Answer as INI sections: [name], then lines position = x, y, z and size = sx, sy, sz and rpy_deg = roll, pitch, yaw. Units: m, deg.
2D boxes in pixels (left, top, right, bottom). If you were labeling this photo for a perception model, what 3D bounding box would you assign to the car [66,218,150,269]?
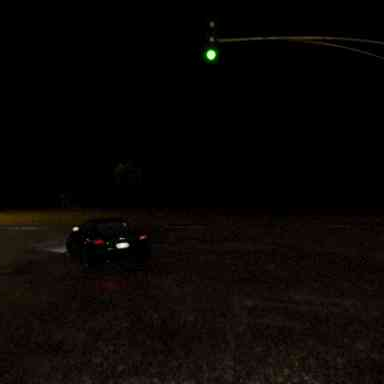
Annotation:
[car]
position = -3.012, 1.613, 11.424
size = 1.994, 1.385, 4.181
rpy_deg = -2, -2, -29
